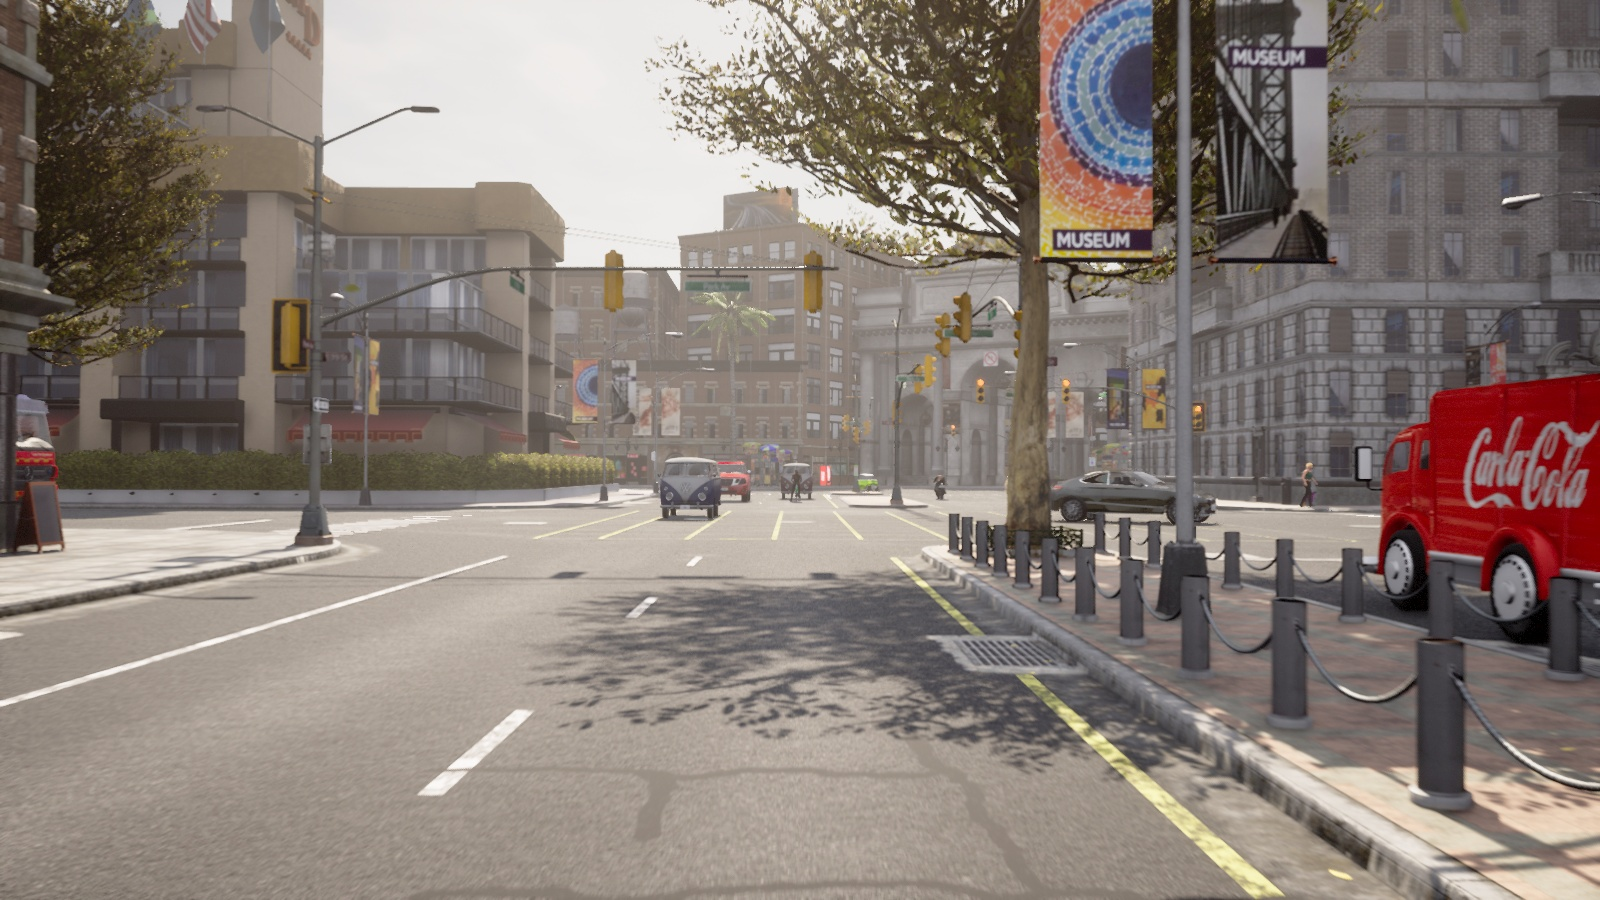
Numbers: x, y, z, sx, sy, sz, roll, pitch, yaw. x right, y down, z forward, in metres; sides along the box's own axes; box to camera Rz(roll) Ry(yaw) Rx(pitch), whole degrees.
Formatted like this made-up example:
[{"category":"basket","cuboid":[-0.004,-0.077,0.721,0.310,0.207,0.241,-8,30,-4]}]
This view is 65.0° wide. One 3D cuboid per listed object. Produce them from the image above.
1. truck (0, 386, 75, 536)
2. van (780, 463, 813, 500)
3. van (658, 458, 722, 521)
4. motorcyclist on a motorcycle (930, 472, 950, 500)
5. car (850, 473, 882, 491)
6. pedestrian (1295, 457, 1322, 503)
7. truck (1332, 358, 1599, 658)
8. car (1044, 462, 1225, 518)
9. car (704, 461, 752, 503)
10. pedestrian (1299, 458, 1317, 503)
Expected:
[{"category":"truck","cuboid":[-24.423,0.308,33.471,8.468,3.827,2.891,0,-1,0]},{"category":"van","cuboid":[-0.171,1.735,69.945,1.775,1.987,4.442,0,-1,0]},{"category":"van","cuboid":[-3.602,1.281,41.774,1.775,1.987,4.442,0,-1,0]},{"category":"motorcyclist on a motorcycle","cuboid":[7.829,1.997,70.381,0.866,1.530,2.191,0,-1,0]},{"category":"car","cuboid":[5.085,2.475,97.086,1.481,1.376,2.207,1,-1,-29]},{"category":"pedestrian","cuboid":[21.592,1.278,53.336,0.659,1.952,0.873,0,-1,-13]},{"category":"truck","cuboid":[7.861,0.513,12.911,2.627,2.467,5.204,0,-1,1]},{"category":"car","cuboid":[10.403,1.207,39.166,5.027,1.651,2.152,-1,-1,32]},{"category":"car","cuboid":[-3.657,1.625,64.342,2.150,2.045,5.566,0,-1,0]},{"category":"pedestrian","cuboid":[20.745,1.247,51.282,0.345,1.836,0.594,1,-1,-41]}]
